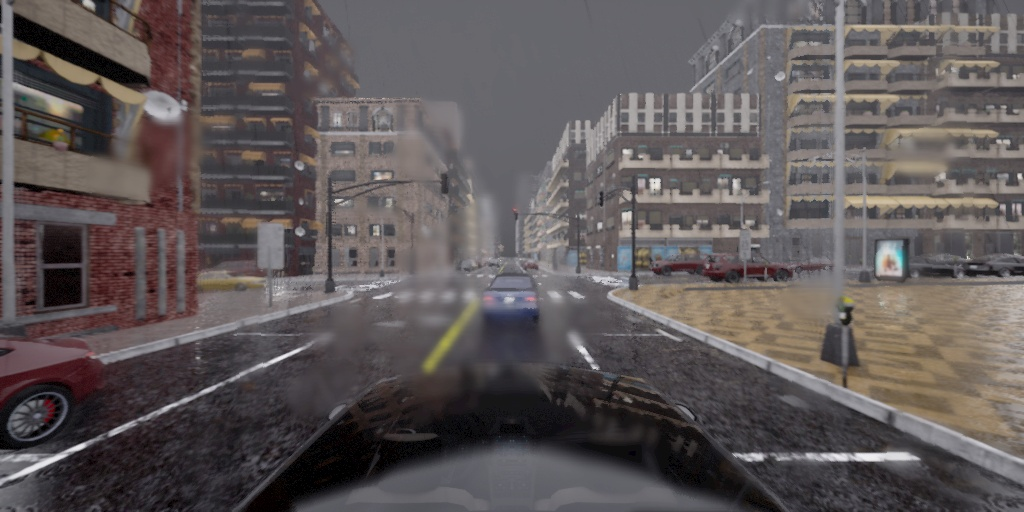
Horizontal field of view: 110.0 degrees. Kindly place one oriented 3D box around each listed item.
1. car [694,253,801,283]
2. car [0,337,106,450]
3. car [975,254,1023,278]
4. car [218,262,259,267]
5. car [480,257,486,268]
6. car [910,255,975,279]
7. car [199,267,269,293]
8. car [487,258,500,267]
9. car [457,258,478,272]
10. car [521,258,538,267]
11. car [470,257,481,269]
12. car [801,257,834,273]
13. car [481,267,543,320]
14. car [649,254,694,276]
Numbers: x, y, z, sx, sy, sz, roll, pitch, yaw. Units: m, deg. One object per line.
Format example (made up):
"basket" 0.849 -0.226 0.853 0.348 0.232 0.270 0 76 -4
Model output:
"car" 14.691 0.750 22.590 5.009 1.841 2.192 0 0 -1
"car" -5.741 1.331 2.592 1.802 1.307 4.207 0 0 0
"car" 31.331 0.689 22.751 4.313 1.339 1.948 0 0 -1
"car" -23.626 1.429 30.569 5.009 1.841 2.192 0 0 -1
"car" -5.741 1.014 55.980 2.192 1.841 5.009 0 0 0
"car" 25.784 0.793 22.697 4.313 1.339 1.948 0 0 -1
"car" -17.649 1.562 22.278 4.829 1.417 1.751 0 0 -1
"car" -3.101 1.199 62.160 1.837 1.490 4.892 0 0 1
"car" -5.730 1.273 44.615 1.948 1.339 4.313 0 0 0
"car" 2.645 1.142 50.307 1.967 1.591 4.097 0 0 0
"car" -5.735 1.228 50.128 1.751 1.417 4.829 0 0 0
"car" 25.640 0.784 31.077 4.207 1.307 1.802 0 0 -1
"car" 0.090 1.284 12.483 2.033 1.411 5.357 0 0 3
"car" 14.548 0.725 30.970 5.009 1.841 2.192 0 0 -1
